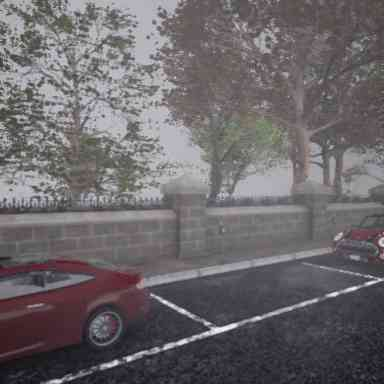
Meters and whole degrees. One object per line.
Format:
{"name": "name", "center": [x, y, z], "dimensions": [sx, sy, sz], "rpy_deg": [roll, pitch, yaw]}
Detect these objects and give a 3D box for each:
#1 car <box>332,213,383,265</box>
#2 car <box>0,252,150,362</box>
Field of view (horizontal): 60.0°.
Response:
{"name": "car", "center": [6.553, 1.460, 11.222], "dimensions": [4.097, 1.590, 1.967], "rpy_deg": [0, 0, -35]}
{"name": "car", "center": [-2.623, 1.583, 4.687], "dimensions": [4.206, 1.307, 1.802], "rpy_deg": [0, 0, -35]}
